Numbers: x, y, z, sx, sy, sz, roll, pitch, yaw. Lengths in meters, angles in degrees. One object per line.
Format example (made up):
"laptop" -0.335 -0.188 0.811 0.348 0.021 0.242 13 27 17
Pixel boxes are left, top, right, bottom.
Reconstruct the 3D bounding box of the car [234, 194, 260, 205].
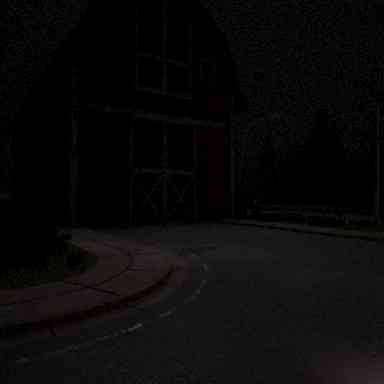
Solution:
"car" 6.364 1.248 43.721 2.150 2.045 5.566 0 0 -35
